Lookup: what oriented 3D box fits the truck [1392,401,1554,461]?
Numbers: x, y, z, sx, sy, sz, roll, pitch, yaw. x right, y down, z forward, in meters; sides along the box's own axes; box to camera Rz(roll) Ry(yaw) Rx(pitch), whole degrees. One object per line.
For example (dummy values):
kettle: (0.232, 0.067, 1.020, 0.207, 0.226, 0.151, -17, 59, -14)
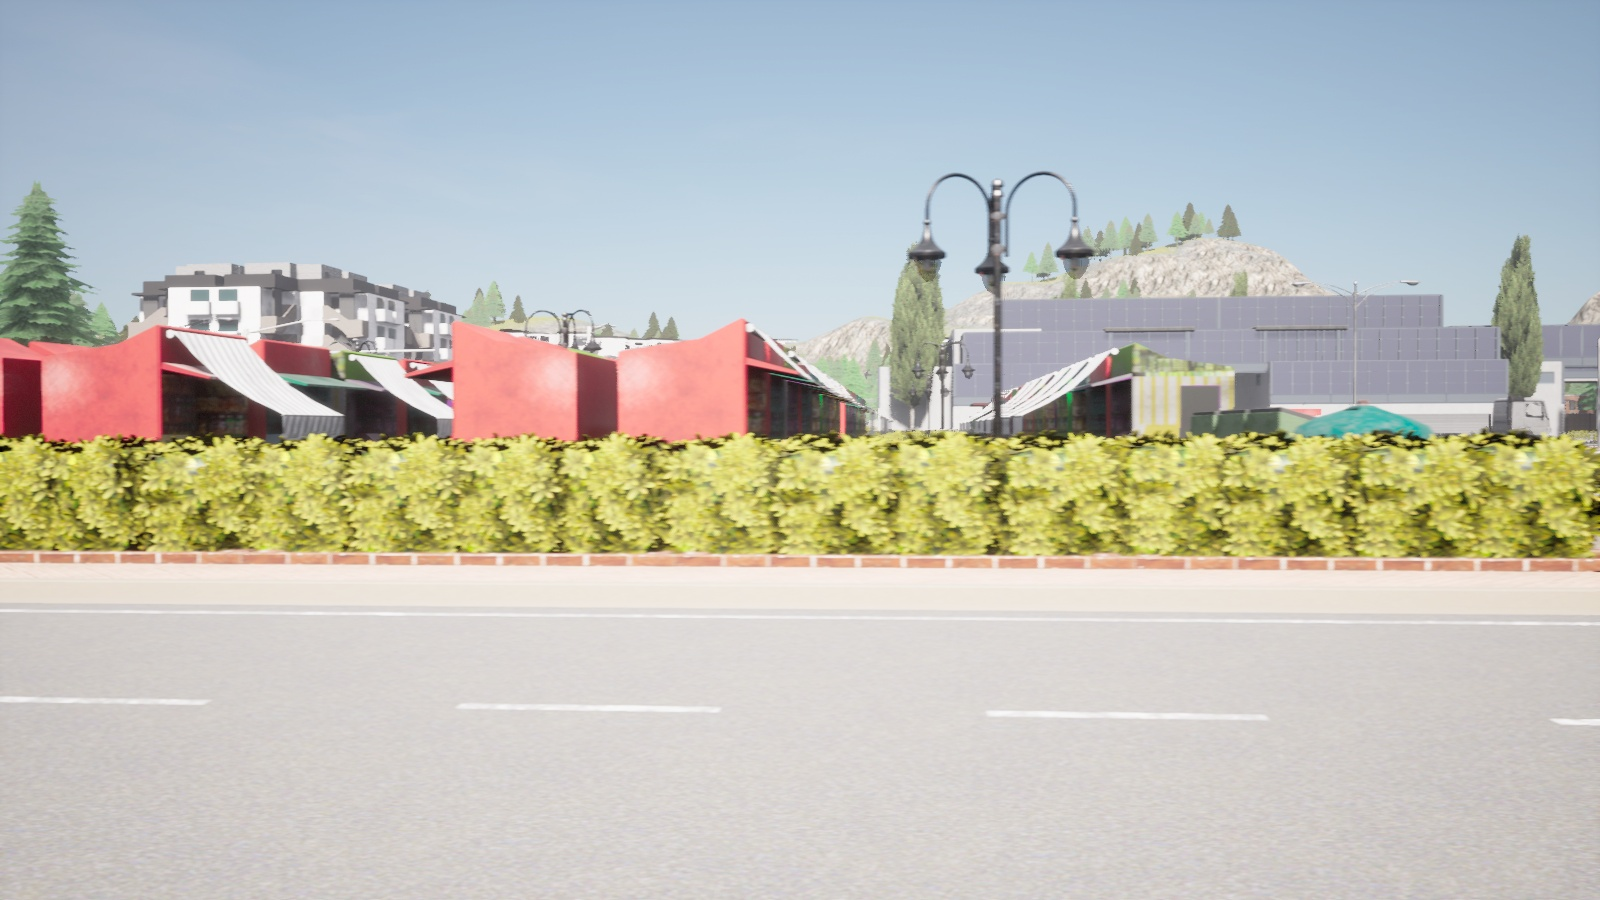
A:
truck: (39.792, -1.144, 74.522, 7.936, 3.462, 2.891, 0, 1, 6)
